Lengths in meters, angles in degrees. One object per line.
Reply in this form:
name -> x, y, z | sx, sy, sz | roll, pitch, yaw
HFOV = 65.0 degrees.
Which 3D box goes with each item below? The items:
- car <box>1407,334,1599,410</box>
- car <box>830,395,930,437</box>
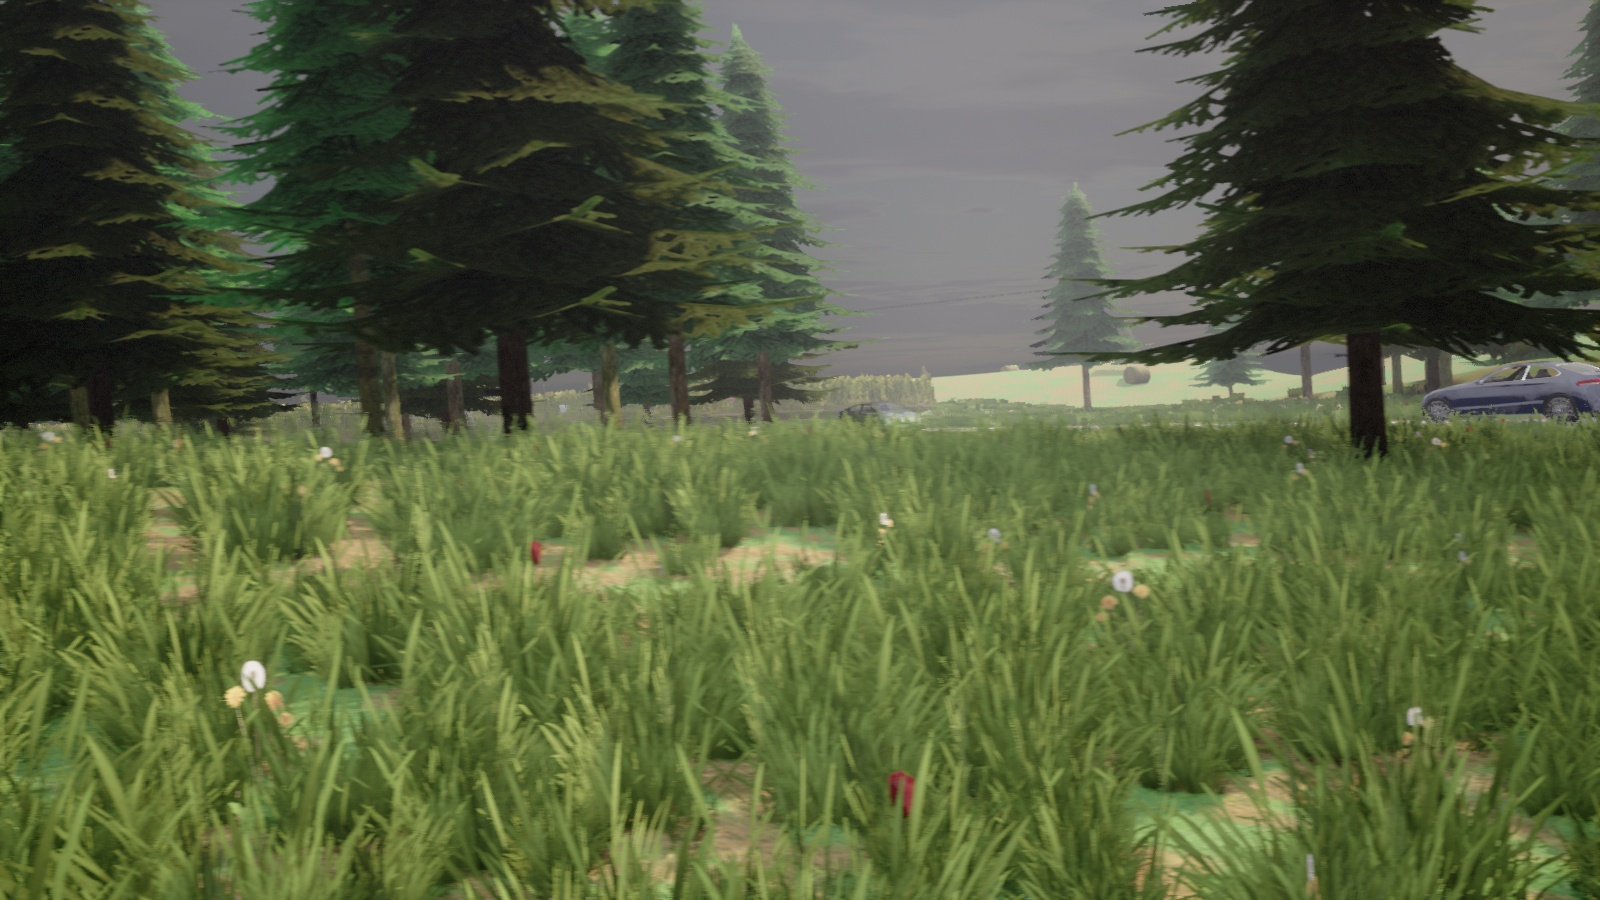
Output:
car -> 19.079, -2.065, 33.220 | 2.152, 1.651, 5.027 | -7, 3, -29
car -> 3.404, -1.431, 54.243 | 2.007, 1.525, 4.514 | -7, 3, -30
